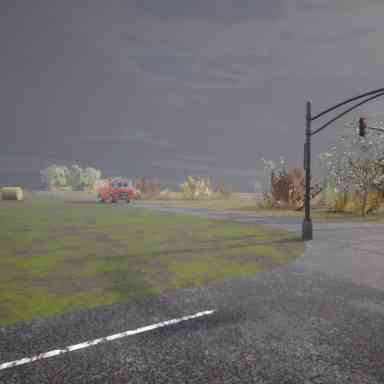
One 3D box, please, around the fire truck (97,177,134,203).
[{"bbox_3d":[-11.714,-0.355,50.067,2.891,3.827,8.468,1,0,-32],"label":"fire truck"}]
